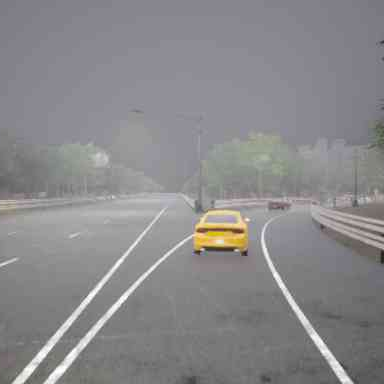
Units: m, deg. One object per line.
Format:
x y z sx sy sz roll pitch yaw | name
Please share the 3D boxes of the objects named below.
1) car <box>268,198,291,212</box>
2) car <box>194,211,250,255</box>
10.722 1.511 40.466 1.882 1.535 5.008 0 0 28 | car
1.285 1.483 13.432 1.882 1.535 5.008 0 0 9 | car
